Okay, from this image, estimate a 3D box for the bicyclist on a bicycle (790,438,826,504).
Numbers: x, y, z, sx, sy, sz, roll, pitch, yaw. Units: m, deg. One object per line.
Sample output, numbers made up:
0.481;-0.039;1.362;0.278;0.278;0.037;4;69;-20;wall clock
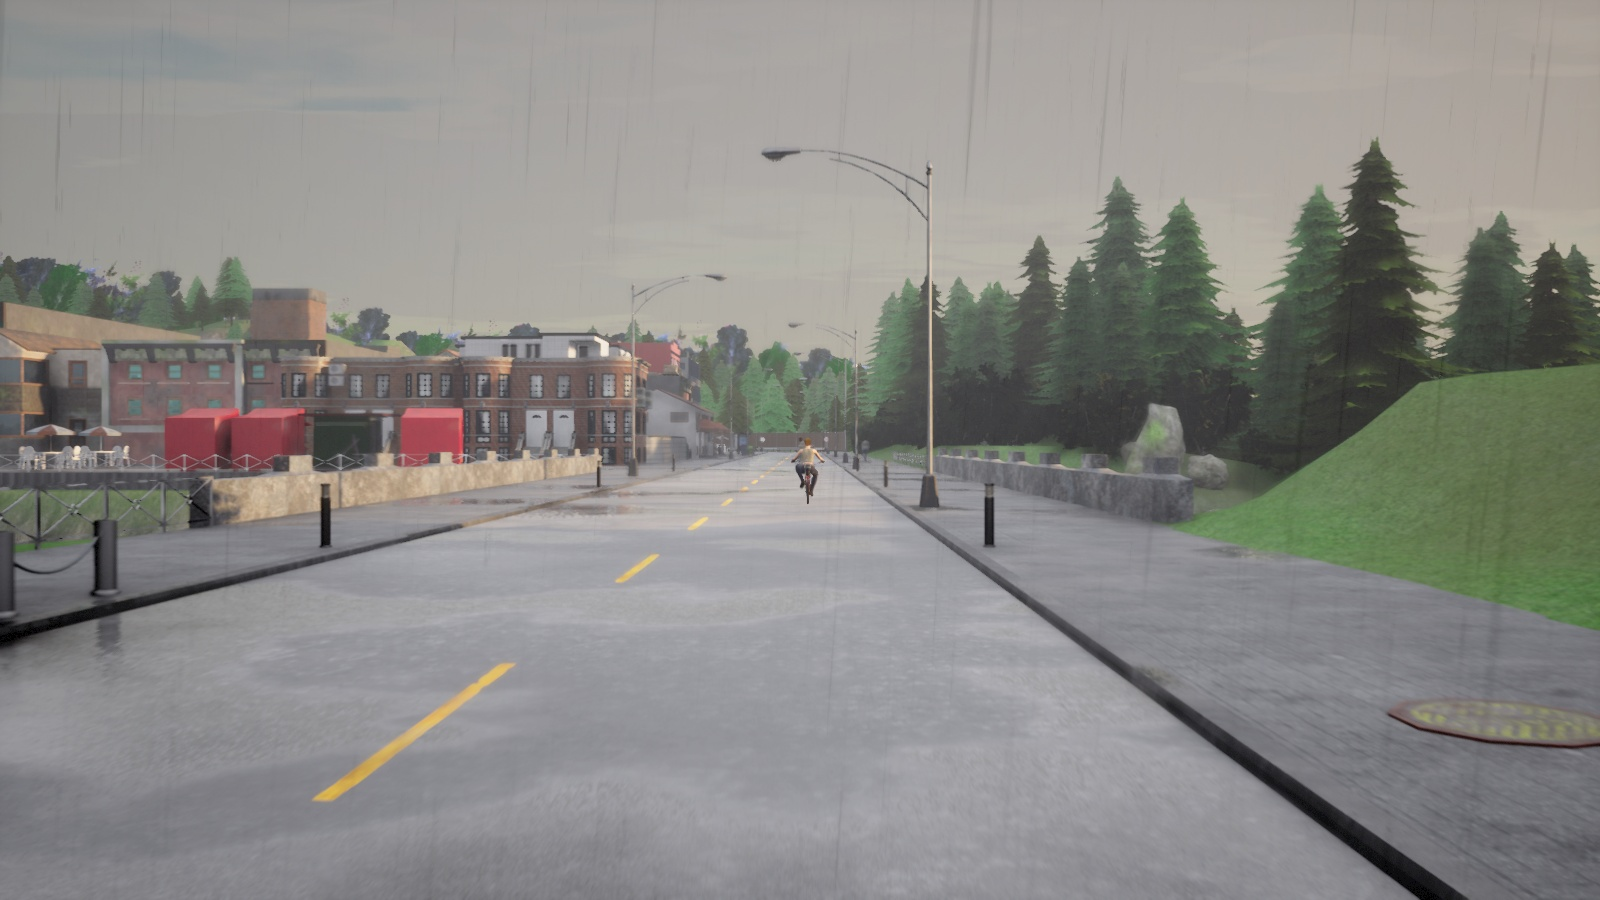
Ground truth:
0.192;0.507;31.175;0.866;1.612;1.509;0;0;0;bicyclist on a bicycle
